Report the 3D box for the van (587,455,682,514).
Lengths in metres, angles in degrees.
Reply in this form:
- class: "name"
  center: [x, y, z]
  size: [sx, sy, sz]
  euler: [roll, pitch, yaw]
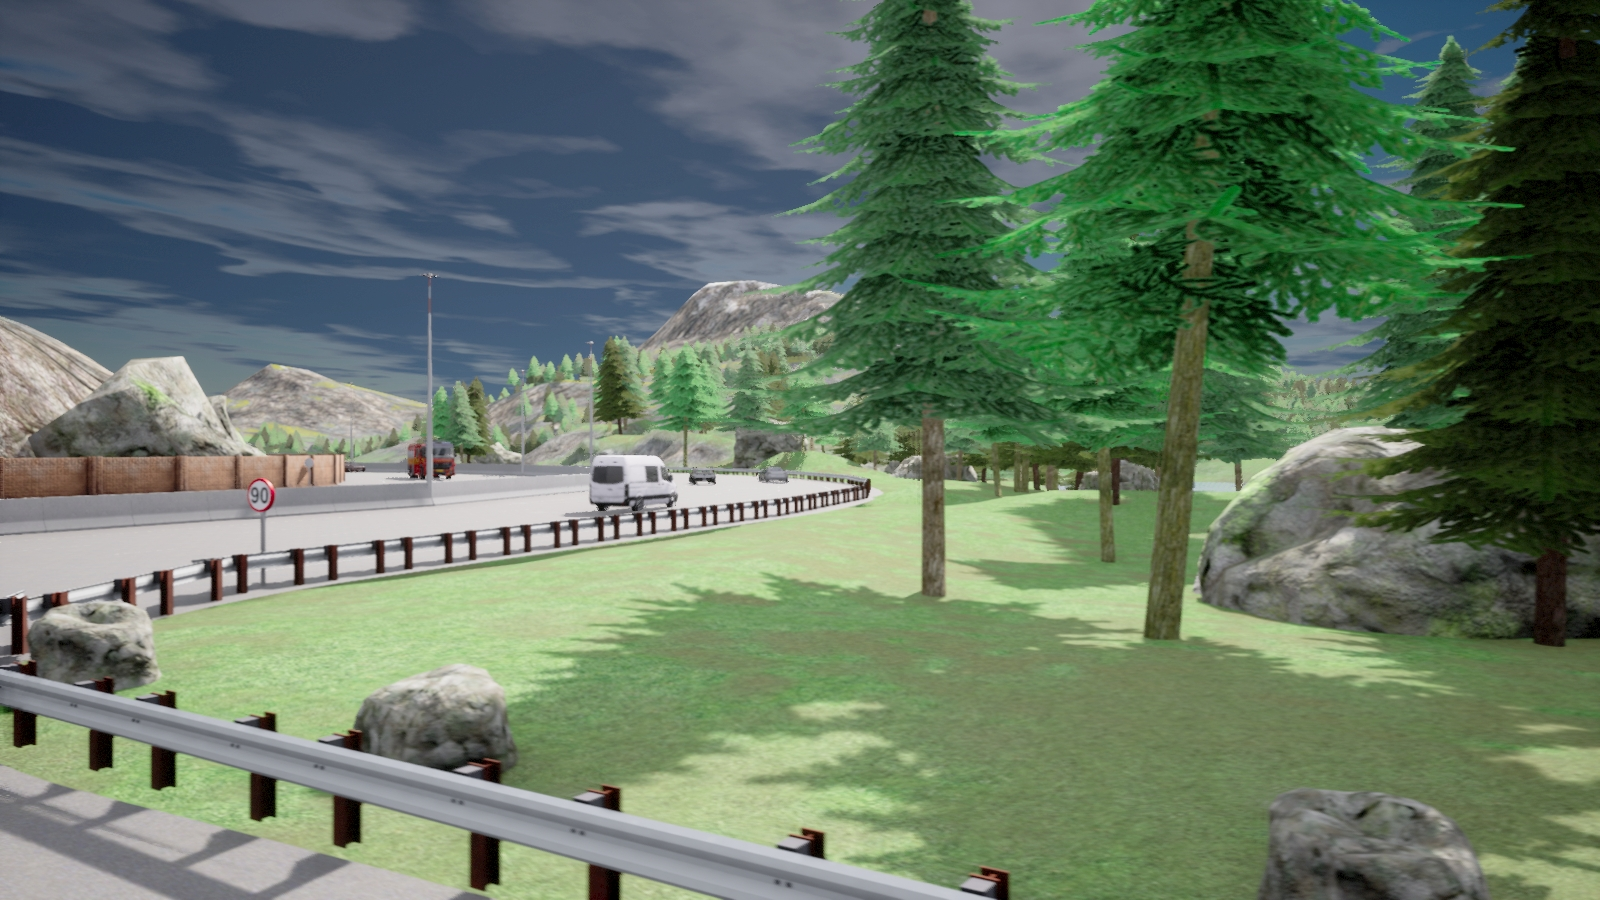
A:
- class: "van"
  center: [-7.661, 1.538, 53.529]
  size: [1.988, 2.561, 5.915]
  euler: [0, 0, 18]
